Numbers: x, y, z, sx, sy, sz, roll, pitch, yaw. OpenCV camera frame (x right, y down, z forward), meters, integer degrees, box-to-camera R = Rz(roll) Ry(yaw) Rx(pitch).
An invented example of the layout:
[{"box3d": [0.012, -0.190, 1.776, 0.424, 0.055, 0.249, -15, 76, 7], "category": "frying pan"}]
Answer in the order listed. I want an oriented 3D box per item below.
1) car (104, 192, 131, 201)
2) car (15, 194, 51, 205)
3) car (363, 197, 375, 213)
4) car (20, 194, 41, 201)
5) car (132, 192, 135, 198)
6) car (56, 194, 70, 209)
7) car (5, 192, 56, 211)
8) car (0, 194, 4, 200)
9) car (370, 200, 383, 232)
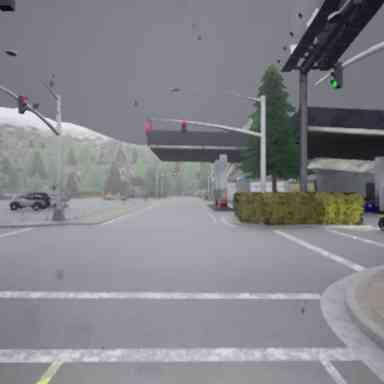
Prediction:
[{"box3d": [-16.446, 1.095, 72.328, 5.027, 1.636, 2.152, 0, 0, -1], "category": "car"}, {"box3d": [-24.031, 1.134, 50.443, 4.514, 1.523, 2.007, 0, 0, -1], "category": "car"}, {"box3d": [17.224, 1.369, 34.402, 2.242, 1.667, 4.611, 0, 0, -1], "category": "car"}, {"box3d": [-35.113, 1.149, 72.362, 3.806, 1.475, 1.970, 0, 0, -1], "category": "car"}, {"box3d": [-18.850, 0.923, 93.132, 5.566, 2.045, 2.150, 0, 0, -1], "category": "car"}, {"box3d": [-16.188, 1.237, 38.072, 3.806, 1.475, 1.970, 0, 0, -1], "category": "car"}, {"box3d": [-16.779, 0.964, 34.743, 3.866, 1.878, 1.905, 0, 0, -1], "category": "car"}, {"box3d": [-24.667, 0.973, 37.982, 4.605, 1.855, 1.932, 0, 0, -1], "category": "car"}, {"box3d": [10.808, 1.291, 14.968, 1.812, 1.442, 4.674, 1, 0, -21], "category": "car"}]
